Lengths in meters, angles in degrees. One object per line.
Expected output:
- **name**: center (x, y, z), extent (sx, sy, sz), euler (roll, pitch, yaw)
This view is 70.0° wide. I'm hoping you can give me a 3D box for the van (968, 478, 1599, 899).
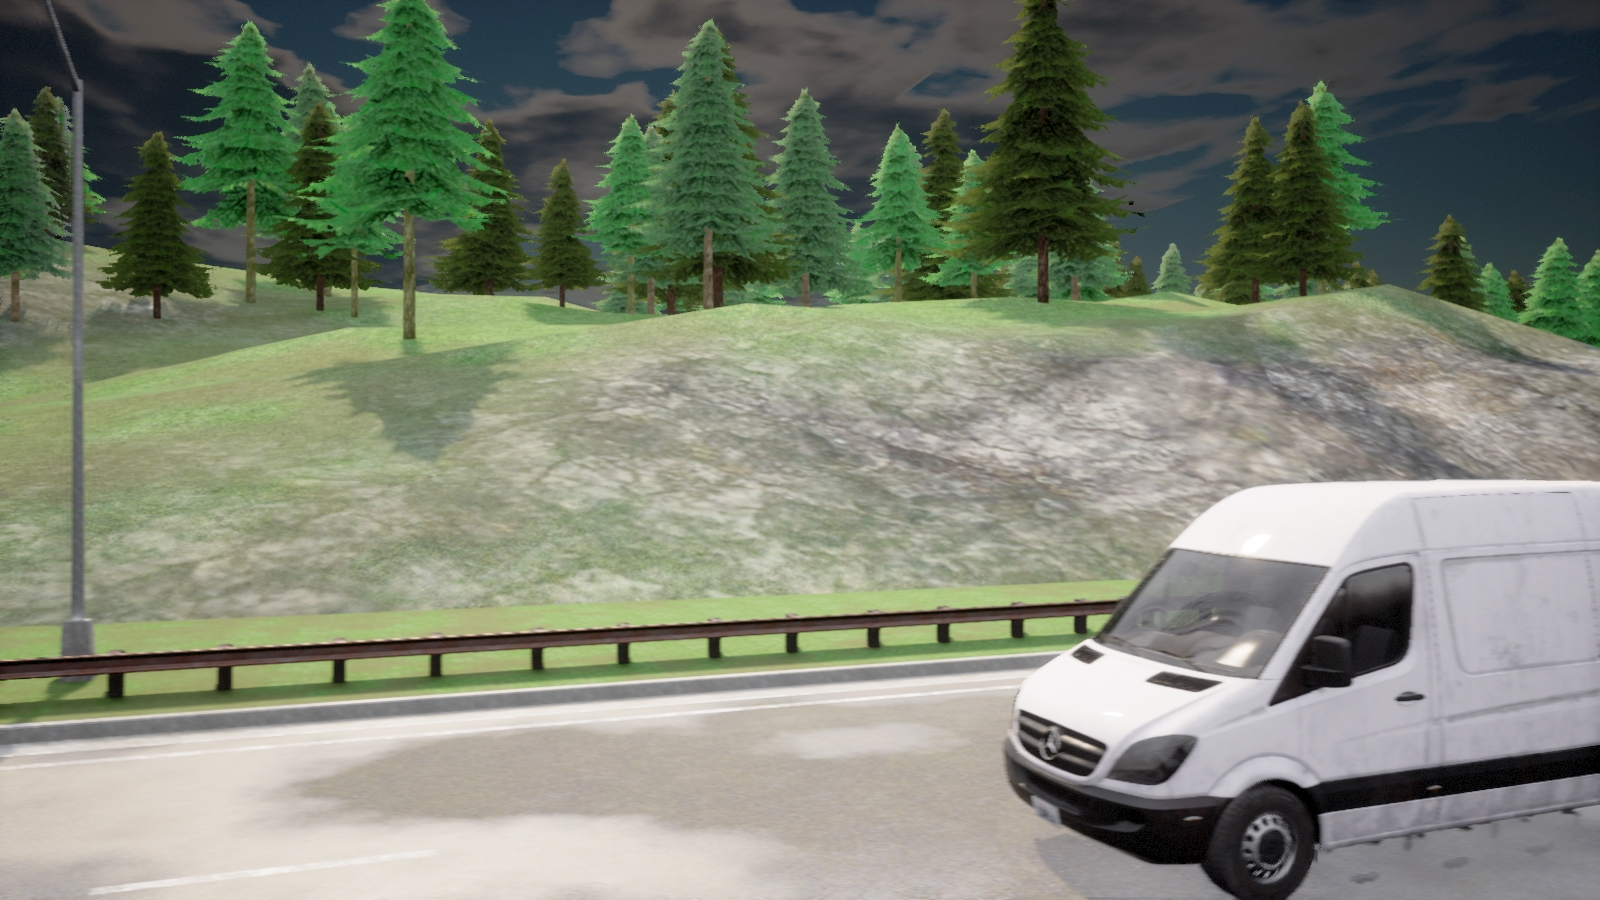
- **van**: center (4.379, 1.534, 8.621), extent (5.915, 2.561, 1.988), euler (0, 0, -20)
